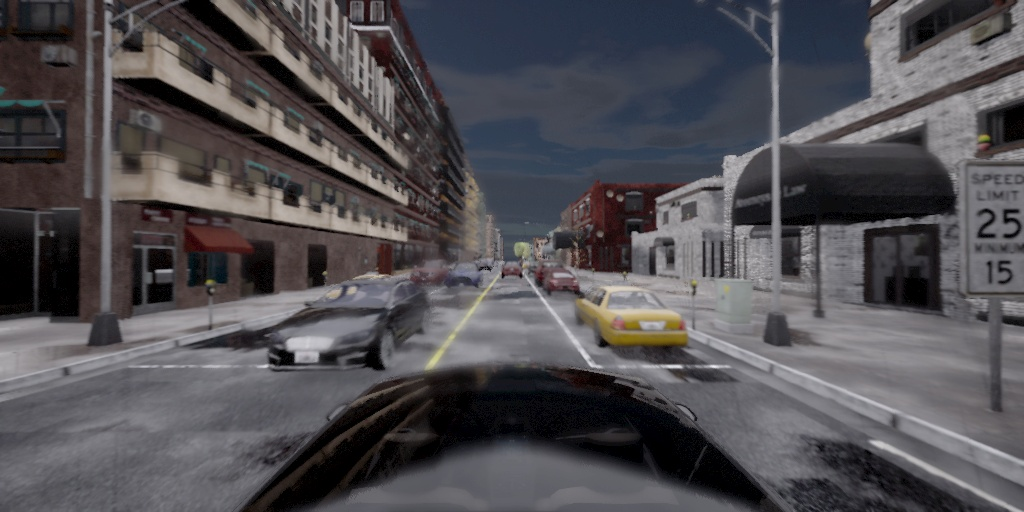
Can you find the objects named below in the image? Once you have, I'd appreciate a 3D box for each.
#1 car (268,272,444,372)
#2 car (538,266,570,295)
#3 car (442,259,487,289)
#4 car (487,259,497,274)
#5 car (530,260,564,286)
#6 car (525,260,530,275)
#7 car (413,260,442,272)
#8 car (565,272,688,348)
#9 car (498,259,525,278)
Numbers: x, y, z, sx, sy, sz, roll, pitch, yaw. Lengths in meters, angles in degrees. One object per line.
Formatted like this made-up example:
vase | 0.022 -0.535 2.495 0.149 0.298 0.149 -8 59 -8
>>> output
car | -3.097 1.269 7.872 2.128 1.511 4.902 0 0 0
car | 2.683 1.419 20.092 1.802 1.307 4.207 0 0 0
car | -3.095 1.210 24.282 2.097 1.767 4.553 0 0 0
car | -3.015 1.187 39.965 1.895 1.301 4.718 0 0 0
car | 2.681 1.179 25.631 2.192 1.841 5.009 0 0 0
car | 2.675 1.502 42.248 2.007 1.370 4.403 0 0 0
car | -5.699 1.177 25.627 2.192 1.841 5.009 0 0 0
car | 2.688 1.311 9.184 1.751 1.417 4.829 0 0 0
car | -0.005 1.269 36.074 2.097 1.767 4.553 0 0 0
